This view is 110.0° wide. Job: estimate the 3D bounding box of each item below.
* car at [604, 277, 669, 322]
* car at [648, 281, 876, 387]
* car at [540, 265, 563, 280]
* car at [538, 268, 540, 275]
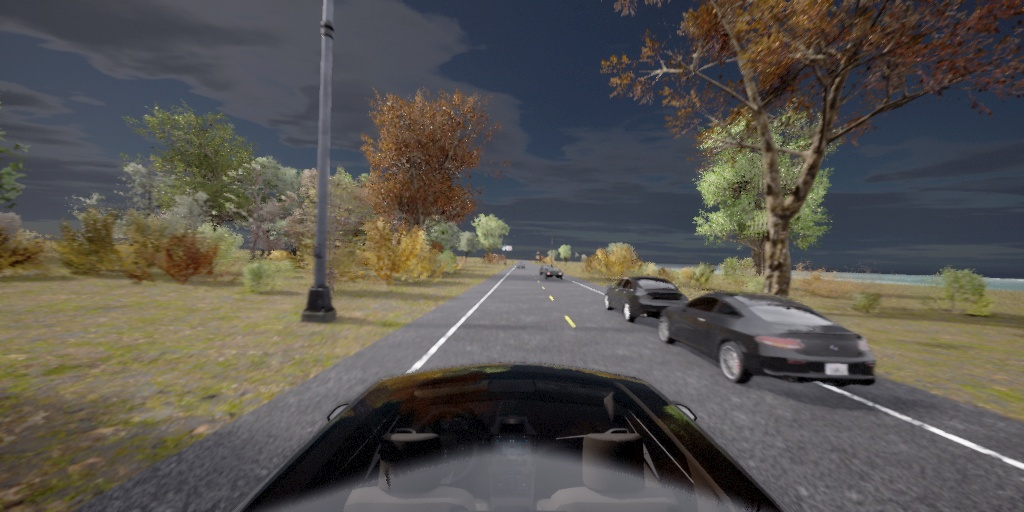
[{"bbox_3d":[4.762,1.499,13.315,1.837,1.490,4.892,1,-1,2],"label":"car"},{"bbox_3d":[4.603,1.447,7.318,1.812,1.442,4.674,1,-1,2],"label":"car"},{"bbox_3d":[4.455,1.882,39.304,1.895,1.301,4.718,1,-1,2],"label":"car"},{"bbox_3d":[4.666,1.943,49.178,2.033,1.411,5.357,1,-1,2],"label":"car"}]
